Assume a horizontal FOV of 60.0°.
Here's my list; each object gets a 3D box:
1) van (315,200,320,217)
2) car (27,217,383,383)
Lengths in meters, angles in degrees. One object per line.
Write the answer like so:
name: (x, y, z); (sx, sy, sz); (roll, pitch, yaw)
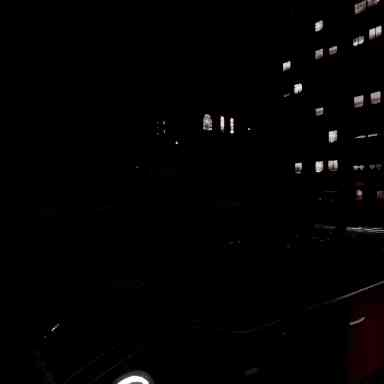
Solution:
van: (10.486, 1.646, 32.536); (1.690, 1.788, 3.998); (-1, 0, -36)
car: (0.635, 1.352, 3.827); (4.553, 1.767, 2.097); (0, 0, -35)
